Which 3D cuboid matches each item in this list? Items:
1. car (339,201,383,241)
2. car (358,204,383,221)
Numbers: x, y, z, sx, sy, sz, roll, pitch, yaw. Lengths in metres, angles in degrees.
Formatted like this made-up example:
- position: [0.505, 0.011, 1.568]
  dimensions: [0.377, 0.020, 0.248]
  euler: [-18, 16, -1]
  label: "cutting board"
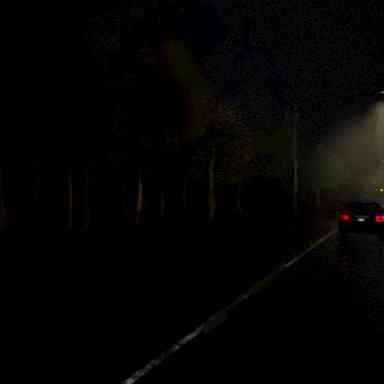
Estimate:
- position: [9.672, 1.511, 18.736]
  dimensions: [2.150, 2.045, 5.566]
  euler: [0, -1, 29]
  label: "car"
- position: [18.179, 2.029, 33.810]
  dimensions: [2.128, 1.511, 4.902]
  euler: [0, -1, 29]
  label: "car"
